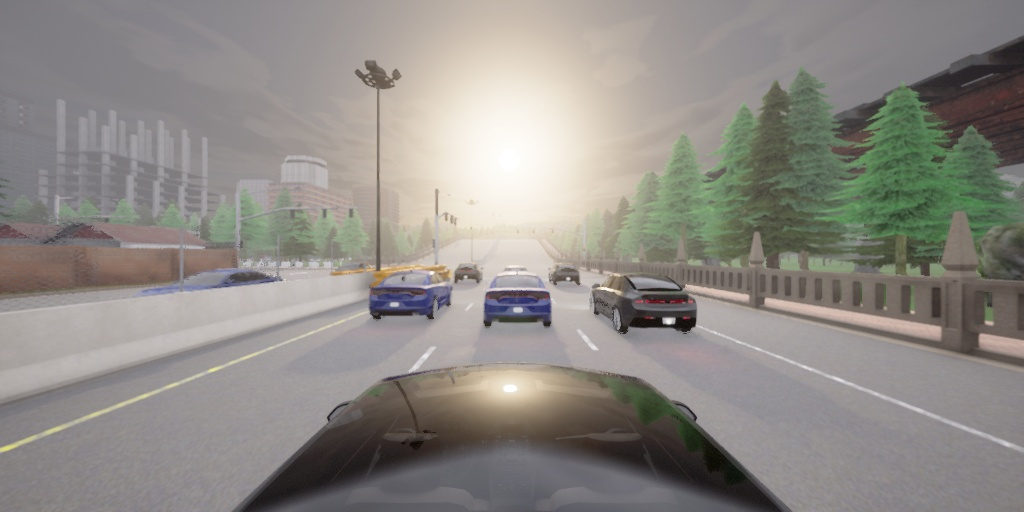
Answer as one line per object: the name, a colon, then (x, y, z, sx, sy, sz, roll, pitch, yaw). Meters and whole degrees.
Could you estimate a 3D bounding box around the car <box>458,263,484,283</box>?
car: (-3.291, 1.259, 27.703, 1.837, 1.490, 4.892, 0, -1, -1)

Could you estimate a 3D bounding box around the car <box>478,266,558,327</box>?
car: (0.154, 1.231, 11.551, 1.882, 1.535, 5.008, 0, 0, 0)

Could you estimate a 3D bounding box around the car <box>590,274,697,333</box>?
car: (3.650, 1.258, 10.721, 1.837, 1.490, 4.892, 0, 0, 0)

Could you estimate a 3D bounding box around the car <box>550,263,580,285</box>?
car: (3.740, 1.262, 26.135, 1.837, 1.490, 4.892, 0, 0, 0)

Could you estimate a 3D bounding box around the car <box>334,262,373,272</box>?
car: (-13.835, 1.267, 31.556, 1.837, 1.490, 4.892, 0, 0, 1)

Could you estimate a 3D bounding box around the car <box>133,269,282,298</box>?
car: (-10.535, 1.229, 12.914, 1.882, 1.535, 5.008, 0, 0, 0)

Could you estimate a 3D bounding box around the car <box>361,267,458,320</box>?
car: (-3.339, 1.230, 12.682, 1.882, 1.535, 5.008, 0, 0, 0)
